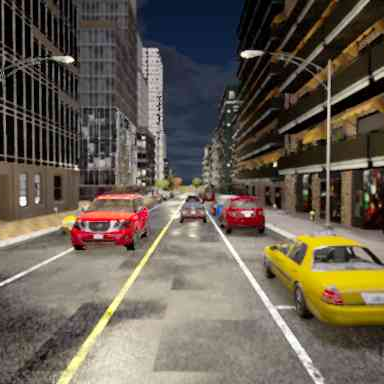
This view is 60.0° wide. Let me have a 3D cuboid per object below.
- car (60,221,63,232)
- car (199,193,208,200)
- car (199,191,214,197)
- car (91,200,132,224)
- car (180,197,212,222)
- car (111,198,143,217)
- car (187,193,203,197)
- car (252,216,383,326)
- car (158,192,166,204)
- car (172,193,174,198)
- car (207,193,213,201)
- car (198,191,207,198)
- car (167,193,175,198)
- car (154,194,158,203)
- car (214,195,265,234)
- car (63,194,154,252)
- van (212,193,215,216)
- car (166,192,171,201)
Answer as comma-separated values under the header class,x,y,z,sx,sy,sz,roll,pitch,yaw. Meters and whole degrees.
class,x,y,z,sx,sy,sz,roll,pitch,yaw
car,-5.683,1.382,18.245,1.752,1.417,4.829,-1,0,0
car,2.634,0.984,75.270,1.947,1.339,4.313,-1,0,0
car,2.641,0.909,52.477,2.192,1.841,5.009,-1,0,0
car,-5.685,1.357,24.112,1.887,1.381,4.507,-1,0,0
car,0.086,1.360,23.979,2.033,1.411,5.357,0,0,0
car,-5.688,1.319,29.810,2.008,1.369,4.403,-1,0,0
car,0.078,1.184,41.478,1.837,1.490,4.892,0,1,0
car,2.670,1.469,7.069,1.752,1.417,4.829,-1,0,0
car,-5.703,1.034,52.599,1.967,1.590,4.097,-1,0,0
car,-5.713,0.963,75.391,1.887,1.381,4.507,-1,0,0
car,2.656,1.209,29.688,1.967,1.590,4.097,-1,0,0
car,2.623,0.646,86.664,2.192,1.841,5.009,-1,0,0
car,-5.722,0.851,92.484,1.947,1.339,4.313,-1,0,0
car,-5.695,1.207,41.035,1.752,1.417,4.829,-1,0,0
car,2.660,1.171,18.293,2.192,1.841,5.009,-1,0,0
car,-3.107,1.113,13.784,2.150,2.045,5.566,0,0,0
van,2.657,1.153,23.990,1.690,1.788,3.998,-1,0,0
car,-5.707,1.072,63.996,1.947,1.339,4.313,-1,0,0
